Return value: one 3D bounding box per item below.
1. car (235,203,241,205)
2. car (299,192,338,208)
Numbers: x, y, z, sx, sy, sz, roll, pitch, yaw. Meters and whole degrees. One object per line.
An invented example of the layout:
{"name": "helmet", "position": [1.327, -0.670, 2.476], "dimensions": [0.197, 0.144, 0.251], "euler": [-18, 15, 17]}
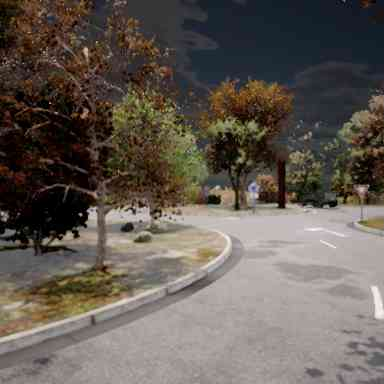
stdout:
{"name": "car", "position": [11.817, 3.482, 83.090], "dimensions": [1.882, 1.535, 5.008], "euler": [0, -5, 9]}
{"name": "car", "position": [16.228, 1.012, 43.032], "dimensions": [2.150, 2.045, 5.566], "euler": [1, 0, -19]}
